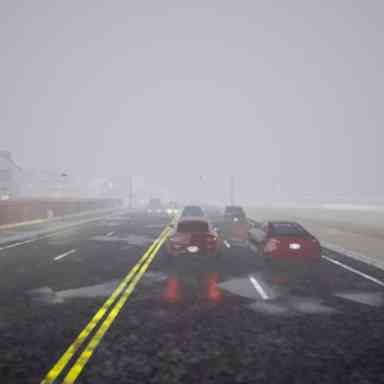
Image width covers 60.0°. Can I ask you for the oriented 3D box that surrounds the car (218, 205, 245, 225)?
[{"bbox_3d":[3.305,1.840,27.289,1.837,1.490,4.892,0,0,1],"label":"car"}]

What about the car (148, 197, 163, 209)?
[{"bbox_3d":[-6.497,1.975,59.453,2.150,2.045,5.566,0,-1,1],"label":"car"}]

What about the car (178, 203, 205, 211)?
[{"bbox_3d":[0.065,1.826,28.478,1.882,1.535,5.008,0,0,1],"label":"car"}]

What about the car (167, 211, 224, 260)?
[{"bbox_3d":[0.055,1.682,12.969,1.812,1.442,4.674,0,0,1],"label":"car"}]

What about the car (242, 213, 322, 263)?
[{"bbox_3d":[3.302,1.717,12.614,1.994,1.385,4.181,0,-1,1],"label":"car"}]

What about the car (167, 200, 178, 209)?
[{"bbox_3d":[-3.262,2.227,58.236,2.128,1.511,4.902,0,-1,1],"label":"car"}]
